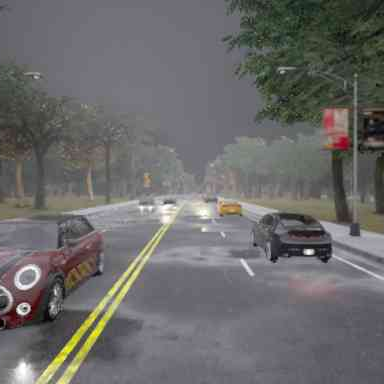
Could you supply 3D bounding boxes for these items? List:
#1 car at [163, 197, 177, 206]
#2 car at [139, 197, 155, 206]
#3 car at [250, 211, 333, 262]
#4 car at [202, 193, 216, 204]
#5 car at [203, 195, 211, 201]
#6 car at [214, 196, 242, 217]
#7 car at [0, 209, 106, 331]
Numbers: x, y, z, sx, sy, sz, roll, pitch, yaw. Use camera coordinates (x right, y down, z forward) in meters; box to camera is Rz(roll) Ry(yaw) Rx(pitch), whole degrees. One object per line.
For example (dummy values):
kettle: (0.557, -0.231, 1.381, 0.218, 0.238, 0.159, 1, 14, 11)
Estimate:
car: (-3.292, 1.387, 49.960, 1.895, 1.301, 4.718, 0, 0, 1)
car: (-6.544, 1.355, 48.837, 1.994, 1.385, 4.181, 0, 0, 1)
car: (3.327, 1.449, 11.889, 1.837, 1.490, 4.892, 0, 0, 0)
car: (3.310, 1.116, 56.063, 2.097, 1.767, 4.553, 0, 0, 0)
car: (3.490, 1.290, 78.103, 1.895, 1.301, 4.718, 0, 0, 1)
car: (3.318, 1.344, 29.885, 1.882, 1.535, 5.008, 0, 0, 0)
car: (-3.361, 1.319, 7.081, 2.097, 1.767, 4.553, 0, 0, 0)
